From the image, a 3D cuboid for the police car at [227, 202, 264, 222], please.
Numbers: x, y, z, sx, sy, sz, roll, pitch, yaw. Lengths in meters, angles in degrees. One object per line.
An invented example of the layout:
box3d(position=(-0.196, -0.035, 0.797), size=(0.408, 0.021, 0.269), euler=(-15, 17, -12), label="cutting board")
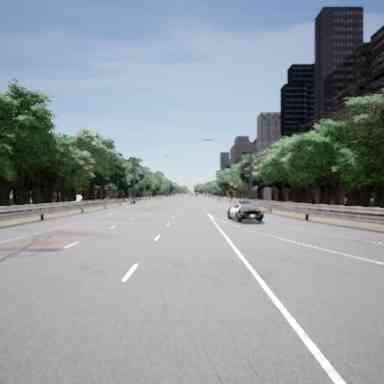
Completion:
box3d(position=(4.260, 1.619, 27.467), size=(2.038, 1.542, 4.974), euler=(0, 0, -7), label="police car")
